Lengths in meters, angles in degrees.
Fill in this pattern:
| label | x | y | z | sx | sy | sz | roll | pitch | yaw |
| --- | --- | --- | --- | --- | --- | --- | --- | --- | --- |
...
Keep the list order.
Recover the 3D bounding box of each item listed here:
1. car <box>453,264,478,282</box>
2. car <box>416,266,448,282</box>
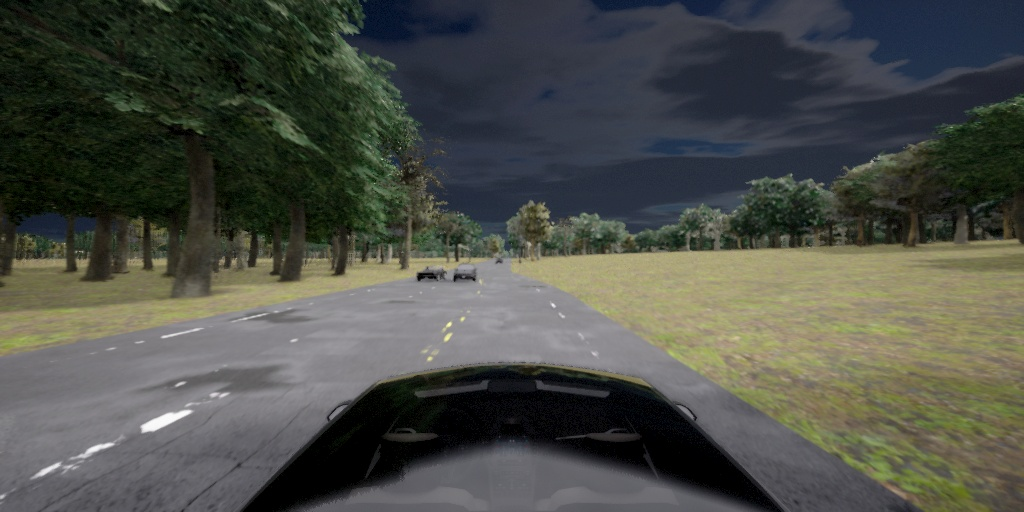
| label | x | y | z | sx | sy | sz | roll | pitch | yaw |
| --- | --- | --- | --- | --- | --- | --- | --- | --- | --- |
| car | -3.940 | 1.404 | 30.979 | 1.882 | 1.535 | 5.008 | 0 | -1 | -3 |
| car | -7.014 | 1.526 | 31.655 | 1.895 | 1.301 | 4.718 | 0 | 0 | 0 |
